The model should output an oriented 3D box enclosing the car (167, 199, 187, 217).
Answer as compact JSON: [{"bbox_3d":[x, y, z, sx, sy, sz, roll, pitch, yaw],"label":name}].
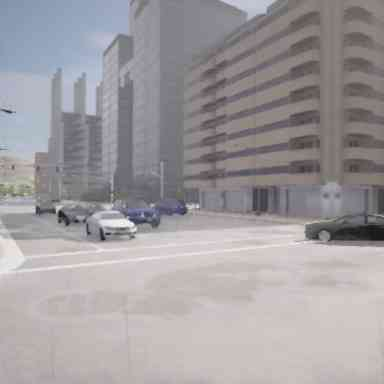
[{"bbox_3d":[-2.976,1.841,38.275,2.150,2.045,5.566,1,-2,-44],"label":"car"}]

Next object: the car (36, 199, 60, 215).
[{"bbox_3d":[-17.382,1.939,39.554,1.837,1.490,4.892,1,-1,-31],"label":"car"}]

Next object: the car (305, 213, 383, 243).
[{"bbox_3d":[8.435,1.840,17.079,5.008,1.535,1.882,-1,-1,12],"label":"car"}]

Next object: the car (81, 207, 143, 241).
[{"bbox_3d":[-4.623,1.783,18.669,1.812,1.442,4.674,1,-1,-31],"label":"car"}]

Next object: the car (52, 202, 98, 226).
[{"bbox_3d":[-9.382,1.812,26.411,2.128,1.511,4.902,1,-1,-32],"label":"car"}]

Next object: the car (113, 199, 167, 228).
[{"bbox_3d":[-4.317,1.558,24.853,2.150,2.045,5.566,1,-1,-32],"label":"car"}]

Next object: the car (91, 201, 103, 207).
[{"bbox_3d":[-9.894,1.959,33.940,2.033,1.411,5.357,1,-1,-31],"label":"car"}]
